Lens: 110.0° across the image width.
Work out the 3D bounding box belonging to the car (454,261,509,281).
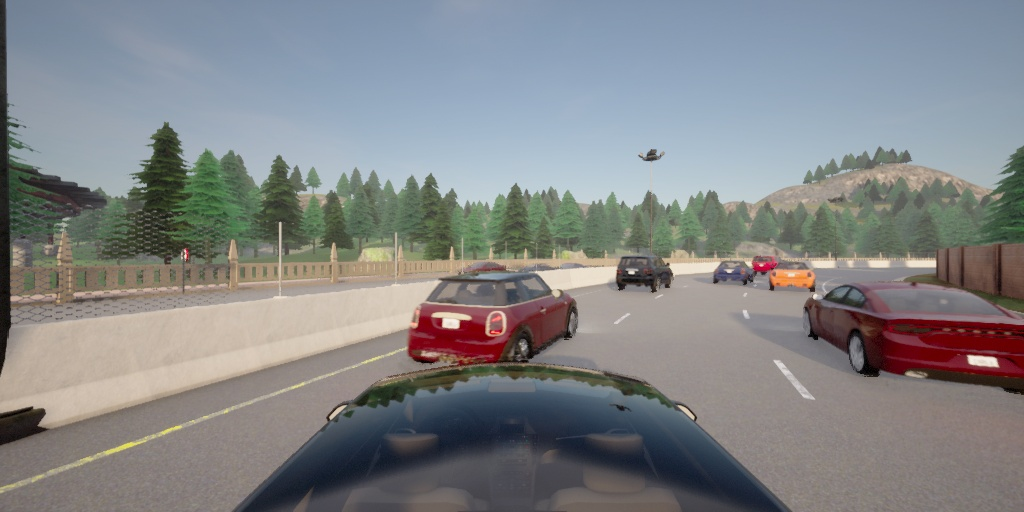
[{"bbox_3d":[-2.569,1.226,31.055,1.882,1.535,5.008,0,0,37],"label":"car"}]

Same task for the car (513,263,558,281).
[{"bbox_3d":[2.141,1.314,31.445,1.994,1.385,4.181,0,0,38],"label":"car"}]

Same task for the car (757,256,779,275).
[{"bbox_3d":[25.844,0.978,35.972,5.566,2.045,2.150,0,0,-41],"label":"car"}]

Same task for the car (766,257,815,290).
[{"bbox_3d":[17.137,1.106,21.943,2.097,1.767,4.553,0,0,38],"label":"car"}]

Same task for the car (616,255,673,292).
[{"bbox_3d":[8.015,0.975,21.510,2.150,2.045,5.566,0,0,35],"label":"car"}]

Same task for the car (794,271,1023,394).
[{"bbox_3d":[7.313,1.229,6.918,1.882,1.535,5.008,0,0,27],"label":"car"}]

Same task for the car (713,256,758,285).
[{"bbox_3d":[16.571,1.106,26.655,2.097,1.767,4.553,0,0,40],"label":"car"}]

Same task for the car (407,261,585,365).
[{"bbox_3d":[-0.086,1.104,7.725,2.097,1.767,4.553,0,0,25],"label":"car"}]
